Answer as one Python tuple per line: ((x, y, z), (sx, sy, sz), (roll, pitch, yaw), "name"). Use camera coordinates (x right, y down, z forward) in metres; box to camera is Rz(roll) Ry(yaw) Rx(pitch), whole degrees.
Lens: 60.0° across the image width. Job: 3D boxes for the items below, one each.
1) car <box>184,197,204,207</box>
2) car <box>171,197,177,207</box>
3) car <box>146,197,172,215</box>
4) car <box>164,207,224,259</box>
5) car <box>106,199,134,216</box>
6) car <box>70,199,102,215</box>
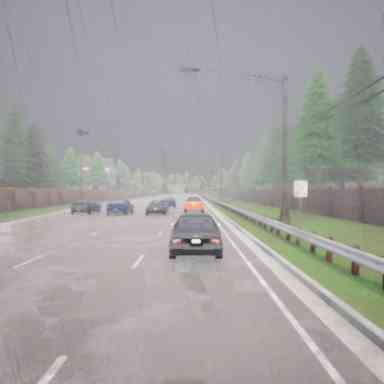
((0.197, 1.318, 37.222), (2.097, 1.767, 4.553), (0, 0, 0), "car")
((-3.308, 1.425, 48.996), (1.882, 1.535, 5.008), (0, 0, 1), "car")
((-3.402, 1.526, 33.173), (1.994, 1.385, 4.181), (0, 0, 1), "car")
((0.129, 1.536, 12.574), (2.033, 1.411, 5.357), (0, 0, 0), "car")
((-6.908, 1.432, 32.445), (1.882, 1.535, 5.008), (0, 0, 0), "car")
((-10.401, 1.438, 32.957), (2.128, 1.511, 4.902), (0, 0, 1), "car")
